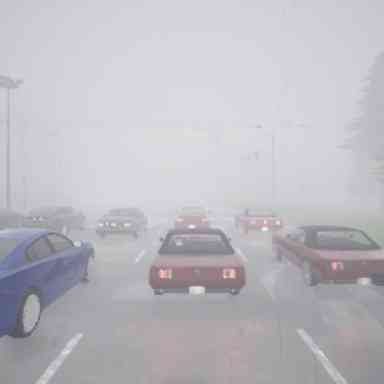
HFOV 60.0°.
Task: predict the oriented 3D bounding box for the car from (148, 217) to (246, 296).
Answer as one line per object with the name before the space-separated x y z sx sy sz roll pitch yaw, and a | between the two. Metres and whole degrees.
car | 0.087 1.560 8.526 1.895 1.301 4.718 0 0 0

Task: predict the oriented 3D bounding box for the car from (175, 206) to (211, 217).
car | 0.045 1.443 17.628 1.812 1.442 4.674 0 0 1

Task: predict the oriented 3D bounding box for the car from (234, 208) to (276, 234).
car | 3.533 1.513 18.488 1.895 1.301 4.718 0 0 -1

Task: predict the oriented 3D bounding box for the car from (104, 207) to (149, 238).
car | -3.437 1.467 17.077 2.033 1.411 5.357 0 0 0

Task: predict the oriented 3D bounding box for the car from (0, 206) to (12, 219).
car | -10.444 1.412 17.104 2.128 1.511 4.902 0 0 0

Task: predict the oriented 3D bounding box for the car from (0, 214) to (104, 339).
car | -3.410 1.447 6.538 1.882 1.535 5.008 0 0 0

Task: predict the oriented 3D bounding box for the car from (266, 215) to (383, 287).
car | 3.585 1.557 9.141 1.895 1.301 4.718 0 0 0

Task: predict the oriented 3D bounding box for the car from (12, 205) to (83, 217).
car | -6.943 1.425 17.122 1.837 1.490 4.892 0 0 0
